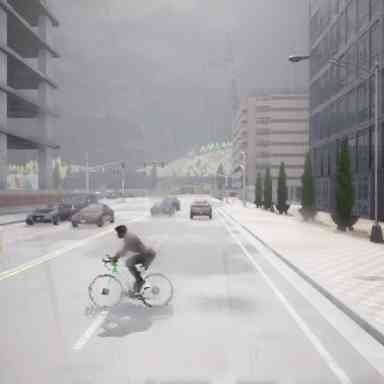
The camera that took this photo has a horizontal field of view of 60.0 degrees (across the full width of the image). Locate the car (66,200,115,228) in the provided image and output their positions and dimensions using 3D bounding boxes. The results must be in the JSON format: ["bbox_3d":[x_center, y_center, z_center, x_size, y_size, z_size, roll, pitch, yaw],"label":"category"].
[{"bbox_3d":[-6.558,1.526,22.565,1.812,1.442,4.674,0,0,2],"label":"car"}]

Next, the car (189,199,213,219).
[{"bbox_3d":[0.791,1.491,29.098,2.128,1.511,4.902,0,0,1],"label":"car"}]

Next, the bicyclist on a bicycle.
[{"bbox_3d":[-1.182,1.451,6.401,1.656,1.620,0.582,-1,0,1],"label":"bicyclist on a bicycle"}]

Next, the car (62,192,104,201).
[{"bbox_3d":[-9.868,1.221,29.196,2.150,2.045,5.566,0,0,2],"label":"car"}]

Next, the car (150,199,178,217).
[{"bbox_3d":[-2.693,1.601,31.629,1.895,1.301,4.718,0,0,2],"label":"car"}]

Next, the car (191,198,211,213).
[{"bbox_3d":[1.022,1.491,38.505,2.128,1.511,4.902,0,0,1],"label":"car"}]

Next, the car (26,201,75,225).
[{"bbox_3d":[-9.946,1.564,23.620,1.994,1.385,4.181,0,0,1],"label":"car"}]

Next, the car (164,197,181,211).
[{"bbox_3d":[-2.528,1.352,40.613,2.097,1.767,4.553,0,0,1],"label":"car"}]

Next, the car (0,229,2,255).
[{"bbox_3d":[-6.920,1.478,8.361,1.882,1.535,5.008,0,0,1],"label":"car"}]
